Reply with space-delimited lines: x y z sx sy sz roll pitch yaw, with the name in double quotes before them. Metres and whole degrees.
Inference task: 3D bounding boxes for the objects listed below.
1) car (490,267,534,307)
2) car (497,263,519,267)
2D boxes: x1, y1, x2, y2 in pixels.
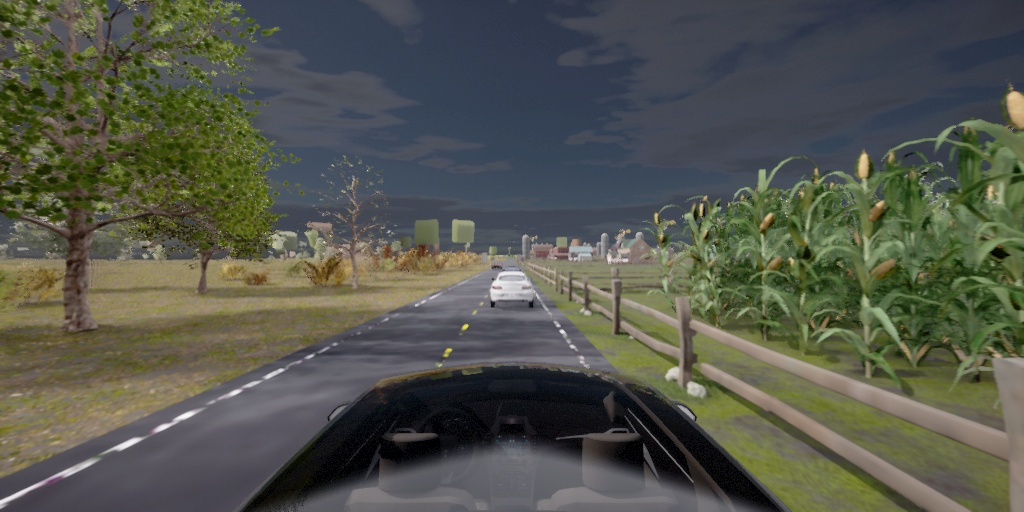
"car" 0.009 1.407 16.222 1.812 1.442 4.674 0 0 0
"car" 0.008 1.556 30.838 2.033 1.411 5.357 0 0 0
